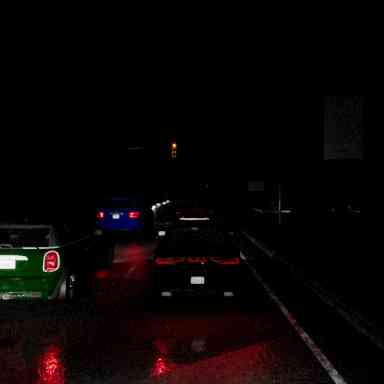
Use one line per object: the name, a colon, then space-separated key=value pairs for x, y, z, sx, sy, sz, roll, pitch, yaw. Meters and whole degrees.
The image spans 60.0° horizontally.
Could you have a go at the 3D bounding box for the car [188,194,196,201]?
car: x=0.088 y=1.348 z=85.927 sx=2.097 sy=1.767 sz=4.553 roll=0 pitch=0 yaw=0

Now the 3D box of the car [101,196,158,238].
car: x=-3.402 y=1.221 z=17.852 sx=2.150 sy=2.045 sz=5.566 roll=0 pitch=0 yaw=1

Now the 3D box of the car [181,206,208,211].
car: x=0.119 y=1.491 z=18.108 sx=2.128 sy=1.511 sz=4.902 roll=0 pitch=0 yaw=0

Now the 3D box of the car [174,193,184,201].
car: x=-3.412 y=1.218 z=85.608 sx=2.150 sy=2.045 sz=5.566 roll=0 pitch=0 yaw=0

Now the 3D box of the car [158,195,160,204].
car: x=-7.029 y=1.505 z=55.758 sx=1.837 sy=1.490 sz=4.892 roll=0 pitch=0 yaw=0

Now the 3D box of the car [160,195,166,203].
car: x=-6.964 y=1.547 z=65.538 sx=2.033 sy=1.411 sz=5.357 roll=0 pitch=0 yaw=1

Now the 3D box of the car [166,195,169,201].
car: x=-6.923 y=1.478 z=75.347 sx=1.882 sy=1.535 sz=5.008 roll=0 pitch=0 yaw=0

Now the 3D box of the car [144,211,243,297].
car: x=0.109 y=1.478 z=8.609 sx=1.882 sy=1.535 sz=5.008 roll=0 pitch=0 yaw=0

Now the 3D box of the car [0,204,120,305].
car: x=-3.392 y=1.352 z=8.234 sx=2.097 sy=1.767 sz=4.553 roll=0 pitch=0 yaw=0

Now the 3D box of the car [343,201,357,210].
car: x=20.570 y=1.562 z=41.446 sx=4.181 sy=1.385 sz=1.994 roll=0 pitch=0 yaw=3

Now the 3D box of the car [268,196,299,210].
car: x=11.989 y=1.352 z=41.936 sx=4.553 sy=1.767 sz=2.097 roll=0 pitch=0 yaw=3

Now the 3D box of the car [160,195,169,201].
car: x=-6.913 y=1.459 z=85.372 sx=1.882 sy=1.535 sz=5.008 roll=0 pitch=0 yaw=0

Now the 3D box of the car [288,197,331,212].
car: x=13.746 y=1.564 z=38.328 sx=4.181 sy=1.385 sz=1.994 roll=0 pitch=0 yaw=3
